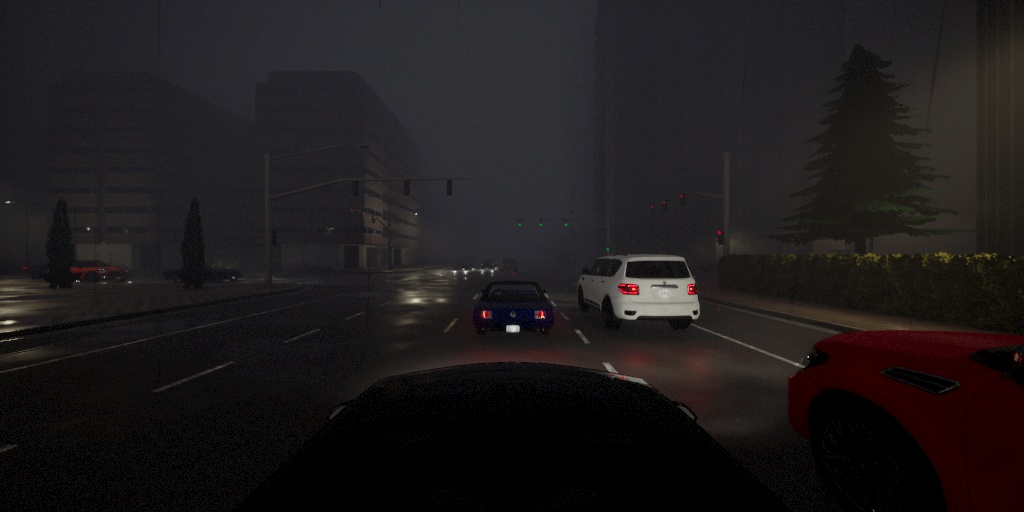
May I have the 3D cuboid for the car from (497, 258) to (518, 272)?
[{"bbox_3d":[-0.339,1.102,47.493,2.097,1.767,4.553,0,0,4],"label":"car"}]

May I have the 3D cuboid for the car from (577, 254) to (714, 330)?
[{"bbox_3d":[3.577,0.972,11.254,2.150,2.045,5.566,0,0,-2],"label":"car"}]

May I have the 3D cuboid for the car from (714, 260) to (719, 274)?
[{"bbox_3d":[20.832,1.228,37.580,5.008,1.535,1.882,0,0,1],"label":"car"}]

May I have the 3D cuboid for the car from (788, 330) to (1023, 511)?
[{"bbox_3d":[3.601,0.971,0.892,2.150,2.045,5.566,0,0,0],"label":"car"}]

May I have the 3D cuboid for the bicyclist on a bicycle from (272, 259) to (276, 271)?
[{"bbox_3d":[-28.686,1.051,42.798,0.582,1.620,1.656,0,0,1],"label":"bicyclist on a bicycle"}]

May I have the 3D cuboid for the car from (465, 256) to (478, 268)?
[{"bbox_3d":[-7.150,0.971,61.217,2.150,2.045,5.566,0,0,0],"label":"car"}]

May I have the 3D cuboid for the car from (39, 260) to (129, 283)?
[{"bbox_3d":[-32.235,1.102,27.347,4.553,1.767,2.097,0,0,0],"label":"car"}]

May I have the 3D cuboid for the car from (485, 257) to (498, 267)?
[{"bbox_3d":[-3.629,1.102,65.319,2.097,1.767,4.553,0,0,0],"label":"car"}]

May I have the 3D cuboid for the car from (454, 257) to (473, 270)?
[{"bbox_3d":[-7.142,1.276,51.519,1.812,1.442,4.674,0,0,0],"label":"car"}]

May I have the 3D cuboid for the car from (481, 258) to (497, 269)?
[{"bbox_3d":[-3.661,1.255,55.431,1.837,1.490,4.892,0,0,0],"label":"car"}]

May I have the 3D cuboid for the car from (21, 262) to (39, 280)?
[{"bbox_3d":[-38.555,1.276,30.903,4.674,1.442,1.812,0,0,1],"label":"car"}]

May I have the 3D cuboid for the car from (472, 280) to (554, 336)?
[{"bbox_3d":[0.047,1.351,10.331,1.895,1.301,4.718,0,0,0],"label":"car"}]

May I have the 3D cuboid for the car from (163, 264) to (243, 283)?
[{"bbox_3d":[-23.348,1.351,27.268,4.718,1.301,1.895,0,0,0],"label":"car"}]
